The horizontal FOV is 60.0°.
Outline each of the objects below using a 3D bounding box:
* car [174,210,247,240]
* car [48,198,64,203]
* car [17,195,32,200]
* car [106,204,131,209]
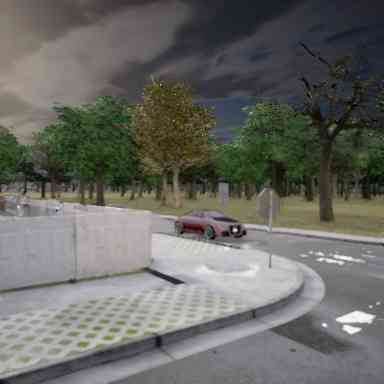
[{"bbox_3d":[0.864,1.628,17.245,1.994,1.385,4.181,2,-1,-36],"label":"car"},{"bbox_3d":[-18.039,1.575,43.739,1.812,1.442,4.674,2,-1,-35],"label":"car"},{"bbox_3d":[-38.116,1.535,76.501,2.128,1.511,4.902,2,-1,-36],"label":"car"},{"bbox_3d":[-5.827,1.675,26.583,1.895,1.301,4.718,2,-1,-36],"label":"car"}]
